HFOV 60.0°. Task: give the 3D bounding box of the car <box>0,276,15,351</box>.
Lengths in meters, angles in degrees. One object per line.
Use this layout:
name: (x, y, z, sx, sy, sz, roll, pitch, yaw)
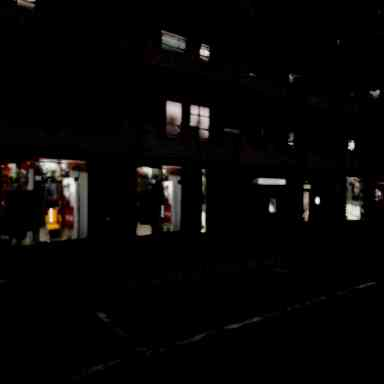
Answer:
car: (-4.343, 1.545, 3.458, 4.403, 1.369, 2.008, 0, 0, -36)
